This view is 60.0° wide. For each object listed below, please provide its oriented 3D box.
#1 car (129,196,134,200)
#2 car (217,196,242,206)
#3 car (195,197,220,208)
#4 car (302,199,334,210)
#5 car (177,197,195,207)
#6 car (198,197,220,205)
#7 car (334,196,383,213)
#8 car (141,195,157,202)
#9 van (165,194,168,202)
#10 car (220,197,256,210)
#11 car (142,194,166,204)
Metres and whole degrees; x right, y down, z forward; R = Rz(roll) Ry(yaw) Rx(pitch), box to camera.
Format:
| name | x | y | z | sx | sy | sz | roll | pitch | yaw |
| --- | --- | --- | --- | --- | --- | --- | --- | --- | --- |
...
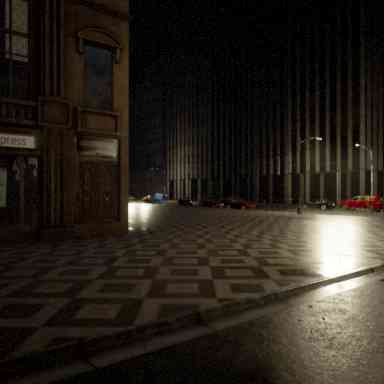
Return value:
| name | x | y | z | sx | sy | sz | roll | pitch | yaw |
| --- | --- | --- | --- | --- | --- | --- | --- | --- | --- |
| car | -17.083 | 1.498 | 88.760 | 1.752 | 1.417 | 4.829 | 1 | 0 | -35 |
| car | 6.384 | 1.479 | 56.757 | 1.967 | 1.590 | 4.097 | 0 | 0 | -36 |
| car | 2.830 | 1.617 | 47.187 | 1.802 | 1.307 | 4.206 | 0 | 0 | -36 |
| car | 16.391 | 1.614 | 43.115 | 1.947 | 1.339 | 4.313 | 0 | 0 | -36 |
| car | -0.505 | 1.472 | 51.734 | 1.967 | 1.590 | 4.097 | 0 | 0 | -36 |
| car | 3.047 | 1.617 | 61.306 | 1.802 | 1.307 | 4.206 | 0 | 0 | -36 |
| car | 19.728 | 1.367 | 38.567 | 2.192 | 1.841 | 5.009 | 0 | 0 | -36 |
| car | -10.397 | 1.528 | 79.635 | 1.752 | 1.417 | 4.829 | 0 | 0 | -36 |
| van | -6.959 | 1.356 | 74.948 | 1.690 | 1.788 | 3.998 | 0 | 0 | -36 |
| car | 6.166 | 1.583 | 42.640 | 1.887 | 1.381 | 4.507 | 0 | 0 | -36 |
| car | -7.176 | 1.574 | 60.828 | 2.008 | 1.369 | 4.403 | 0 | 0 | -36 |
